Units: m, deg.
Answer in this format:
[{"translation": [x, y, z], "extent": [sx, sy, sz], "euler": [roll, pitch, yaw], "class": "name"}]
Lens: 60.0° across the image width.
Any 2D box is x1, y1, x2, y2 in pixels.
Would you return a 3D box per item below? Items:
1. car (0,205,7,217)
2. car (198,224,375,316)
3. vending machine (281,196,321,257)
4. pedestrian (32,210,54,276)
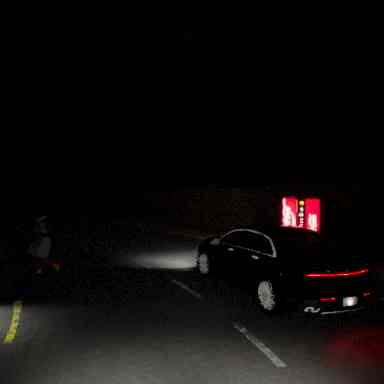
[{"translation": [-18.857, 1.564, 30.632], "extent": [4.181, 1.385, 1.994], "euler": [0, 0, 38], "class": "car"}, {"translation": [1.698, 1.507, 7.675], "extent": [1.837, 1.490, 4.892], "euler": [1, 0, -21], "class": "car"}, {"translation": [3.954, 1.195, 12.097], "extent": [1.100, 2.100, 0.880], "euler": [0, 0, -29], "class": "vending machine"}, {"translation": [-4.037, 1.294, 9.000], "extent": [0.375, 1.860, 0.375], "euler": [0, 0, -31], "class": "pedestrian"}]
